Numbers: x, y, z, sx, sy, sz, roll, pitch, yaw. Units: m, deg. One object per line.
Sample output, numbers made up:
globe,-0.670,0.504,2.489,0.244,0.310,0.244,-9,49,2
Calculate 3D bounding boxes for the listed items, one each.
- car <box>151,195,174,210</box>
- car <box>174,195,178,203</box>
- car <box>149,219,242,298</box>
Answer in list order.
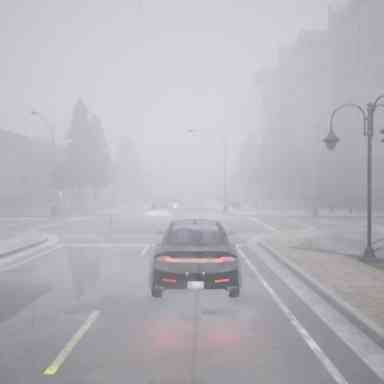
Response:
car,-3.585,1.228,38.576,2.128,1.511,4.902,0,0,0
car,-3.534,1.207,57.771,1.895,1.301,4.718,0,0,1
car,0.081,1.434,8.367,2.128,1.511,4.902,0,0,0
